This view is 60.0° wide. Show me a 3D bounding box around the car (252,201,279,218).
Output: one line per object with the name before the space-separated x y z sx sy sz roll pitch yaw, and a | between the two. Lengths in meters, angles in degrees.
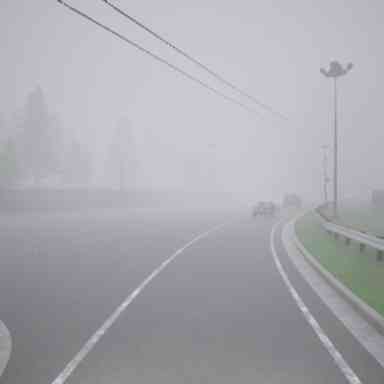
car | 6.882 1.566 30.809 2.033 1.411 5.357 0 0 21

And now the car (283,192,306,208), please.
car | 14.922 1.267 49.215 2.150 2.045 5.566 0 0 27
